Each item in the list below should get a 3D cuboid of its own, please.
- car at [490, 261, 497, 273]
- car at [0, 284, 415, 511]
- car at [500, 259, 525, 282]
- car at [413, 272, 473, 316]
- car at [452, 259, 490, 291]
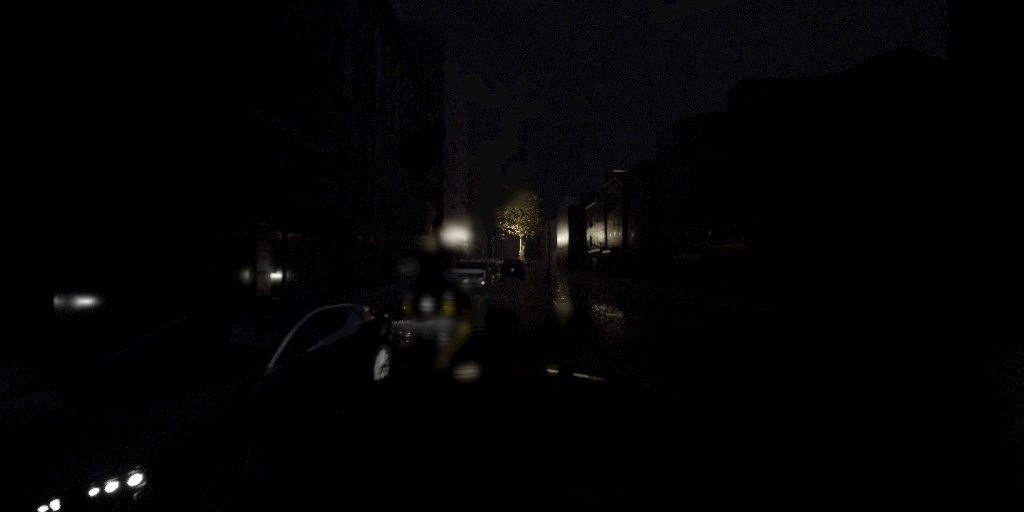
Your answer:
[{"bbox_3d":[-2.897,1.435,46.628,2.128,1.511,4.902,0,1,0],"label":"car"},{"bbox_3d":[-2.851,1.275,4.029,2.128,1.511,4.902,0,-1,0],"label":"car"},{"bbox_3d":[0.064,1.263,33.593,2.150,2.045,5.566,0,0,0],"label":"car"},{"bbox_3d":[-2.854,1.484,14.082,1.994,1.385,4.181,0,-1,0],"label":"car"},{"bbox_3d":[-2.845,1.246,24.804,2.150,2.045,5.566,0,0,-3],"label":"car"}]
